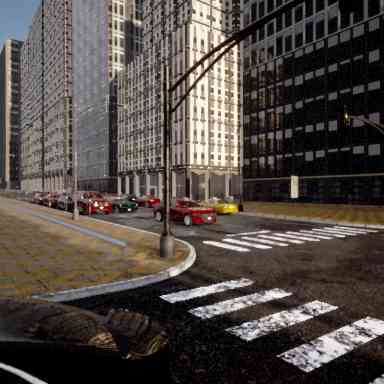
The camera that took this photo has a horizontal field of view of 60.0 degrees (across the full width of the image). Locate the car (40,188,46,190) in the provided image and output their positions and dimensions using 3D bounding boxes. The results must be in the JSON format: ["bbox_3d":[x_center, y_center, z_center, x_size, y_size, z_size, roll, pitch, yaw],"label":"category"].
[{"bbox_3d":[-31.355,0.104,73.059,1.887,1.381,4.507,1,0,-36],"label":"car"}]

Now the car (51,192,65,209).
[{"bbox_3d":[-11.632,0.987,31.790,1.947,1.339,4.313,1,0,-36],"label":"car"}]

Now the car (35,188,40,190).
[{"bbox_3d":[-34.664,-0.104,77.599,1.967,1.590,4.097,1,0,-36],"label":"car"}]

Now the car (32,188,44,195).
[{"bbox_3d":[-37.974,-0.208,82.140,1.967,1.590,4.097,1,0,-36],"label":"car"}]

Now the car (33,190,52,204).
[{"bbox_3d":[-18.254,0.793,40.869,1.802,1.307,4.206,1,0,-36],"label":"car"}]

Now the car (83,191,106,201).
[{"bbox_3d":[-14.800,0.646,50.356,1.947,1.339,4.313,1,0,-36],"label":"car"}]

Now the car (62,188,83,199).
[{"bbox_3d":[-21.416,0.186,59.435,2.192,1.841,5.009,1,0,-36],"label":"car"}]

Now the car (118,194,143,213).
[{"bbox_3d":[-6.448,1.112,29.055,1.895,1.301,4.718,0,1,-36],"label":"car"}]

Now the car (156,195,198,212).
[{"bbox_3d":[-1.555,1.066,32.193,1.947,1.339,4.313,1,0,-36],"label":"car"}]

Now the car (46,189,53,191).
[{"bbox_3d":[-28.044,0.214,68.518,2.008,1.369,4.403,1,0,-36],"label":"car"}]

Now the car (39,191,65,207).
[{"bbox_3d":[-14.942,0.861,36.329,1.887,1.381,4.507,1,0,-36],"label":"car"}]

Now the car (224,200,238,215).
[{"bbox_3d":[1.725,1.127,27.844,1.752,1.417,4.829,1,0,-36],"label":"car"}]

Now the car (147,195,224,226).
[{"bbox_3d":[-0.540,1.177,20.942,1.882,1.535,5.008,0,1,-38],"label":"car"}]

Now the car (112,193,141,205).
[{"bbox_3d":[-8.178,0.856,41.274,1.947,1.339,4.313,1,0,-36],"label":"car"}]

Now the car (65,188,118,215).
[{"bbox_3d":[-8.316,0.841,27.248,2.192,1.841,5.009,1,0,-36],"label":"car"}]

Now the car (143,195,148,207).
[{"bbox_3d":[-4.867,0.977,36.734,1.802,1.307,4.206,1,0,-36],"label":"car"}]

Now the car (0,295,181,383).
[{"bbox_3d":[-2.322,1.506,1.668,4.892,1.490,1.837,0,-1,-34],"label":"car"}]
